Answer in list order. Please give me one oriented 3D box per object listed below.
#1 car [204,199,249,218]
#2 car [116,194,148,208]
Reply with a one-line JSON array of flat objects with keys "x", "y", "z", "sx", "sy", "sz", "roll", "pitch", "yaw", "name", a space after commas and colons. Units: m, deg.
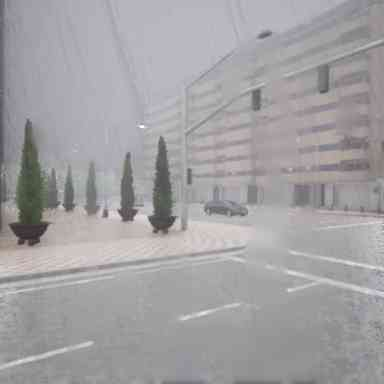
[{"x": 3.071, "y": 1.468, "z": 30.436, "sx": 1.837, "sy": 1.490, "sz": 4.892, "roll": 0, "pitch": 1, "yaw": -35, "name": "car"}, {"x": -8.428, "y": 1.458, "z": 46.772, "sx": 2.128, "sy": 1.511, "sz": 4.902, "roll": 0, "pitch": 0, "yaw": -35, "name": "car"}]
